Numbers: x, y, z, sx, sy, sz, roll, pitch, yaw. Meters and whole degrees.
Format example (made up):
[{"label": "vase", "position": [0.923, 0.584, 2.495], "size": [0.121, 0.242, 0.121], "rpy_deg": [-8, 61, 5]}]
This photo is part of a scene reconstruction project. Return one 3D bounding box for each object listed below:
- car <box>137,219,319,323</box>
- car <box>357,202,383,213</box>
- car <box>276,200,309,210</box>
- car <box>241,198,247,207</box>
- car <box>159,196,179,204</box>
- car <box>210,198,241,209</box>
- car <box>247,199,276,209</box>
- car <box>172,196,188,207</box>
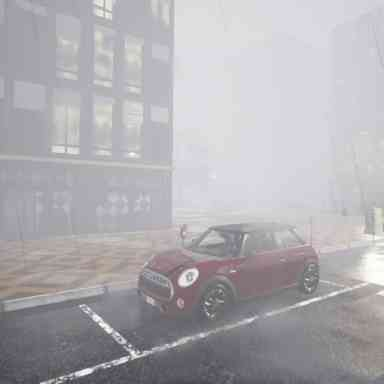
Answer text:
[{"label": "car", "position": [0.873, 1.442, 7.172], "size": [4.097, 1.590, 1.967], "rpy_deg": [0, 1, -36]}, {"label": "car", "position": [20.955, 1.730, 37.548], "size": [1.947, 1.339, 4.313], "rpy_deg": [1, -1, -35]}, {"label": "car", "position": [14.399, 1.807, 46.802], "size": [1.802, 1.307, 4.206], "rpy_deg": [1, -1, -35]}, {"label": "car", "position": [7.843, 1.726, 56.058], "size": [1.967, 1.590, 4.097], "rpy_deg": [1, -1, -35]}, {"label": "car", "position": [-5.267, 1.724, 74.568], "size": [2.192, 1.841, 5.009], "rpy_deg": [1, -1, -35]}, {"label": "car", "position": [4.280, 1.678, 46.590], "size": [2.008, 1.369, 4.403], "rpy_deg": [1, -1, -35]}, {"label": "car", "position": [11.122, 1.800, 51.430], "size": [1.887, 1.381, 4.507], "rpy_deg": [1, -1, -35]}, {"label": "car", "position": [-2.276, 1.733, 55.844], "size": [1.887, 1.381, 4.507], "rpy_deg": [1, -1, -35]}]
